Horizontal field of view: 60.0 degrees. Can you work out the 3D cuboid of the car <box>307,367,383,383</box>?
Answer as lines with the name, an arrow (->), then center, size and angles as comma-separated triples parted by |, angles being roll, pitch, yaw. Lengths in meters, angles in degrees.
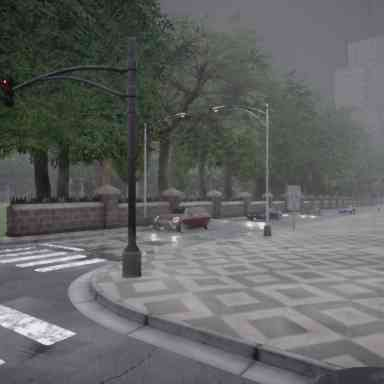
car -> 2.466, 1.551, 1.209 | 4.403, 1.369, 2.008 | 0, 0, 35

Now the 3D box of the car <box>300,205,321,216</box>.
car -> 16.905, 2.600, 47.185 | 1.994, 1.385, 4.181 | 0, -1, 36

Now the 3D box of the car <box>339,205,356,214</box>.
car -> 24.865, 2.781, 53.091 | 2.033, 1.411, 5.357 | 0, -1, 34

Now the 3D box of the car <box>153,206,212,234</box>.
car -> -0.562, 1.751, 22.516 | 2.097, 1.767, 4.553 | 0, -1, 35

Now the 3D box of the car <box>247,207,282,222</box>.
car -> 7.537, 2.240, 34.024 | 2.033, 1.411, 5.357 | 0, -1, 35
